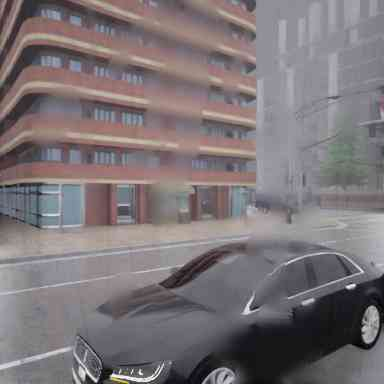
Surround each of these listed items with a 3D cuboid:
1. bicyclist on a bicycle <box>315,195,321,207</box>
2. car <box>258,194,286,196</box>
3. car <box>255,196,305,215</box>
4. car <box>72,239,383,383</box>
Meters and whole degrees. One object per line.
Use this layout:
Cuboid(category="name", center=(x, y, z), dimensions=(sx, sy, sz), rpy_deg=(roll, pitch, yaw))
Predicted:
Cuboid(category="bicyclist on a bicycle", center=(17.790, 1.301, 46.928), dimensions=(1.656, 1.620, 0.582), rpy_deg=(0, 0, -36))
Cuboid(category="car", center=(9.678, 1.222, 37.728), dimensions=(2.150, 2.045, 5.566), rpy_deg=(0, 0, -36))
Cuboid(category="car", center=(8.852, 1.491, 32.931), dimensions=(2.128, 1.511, 4.902), rpy_deg=(0, 0, -36))
Cuboid(category="car", center=(0.896, 1.505, 4.651), dimensions=(4.892, 1.490, 1.837), rpy_deg=(0, 0, -36))
